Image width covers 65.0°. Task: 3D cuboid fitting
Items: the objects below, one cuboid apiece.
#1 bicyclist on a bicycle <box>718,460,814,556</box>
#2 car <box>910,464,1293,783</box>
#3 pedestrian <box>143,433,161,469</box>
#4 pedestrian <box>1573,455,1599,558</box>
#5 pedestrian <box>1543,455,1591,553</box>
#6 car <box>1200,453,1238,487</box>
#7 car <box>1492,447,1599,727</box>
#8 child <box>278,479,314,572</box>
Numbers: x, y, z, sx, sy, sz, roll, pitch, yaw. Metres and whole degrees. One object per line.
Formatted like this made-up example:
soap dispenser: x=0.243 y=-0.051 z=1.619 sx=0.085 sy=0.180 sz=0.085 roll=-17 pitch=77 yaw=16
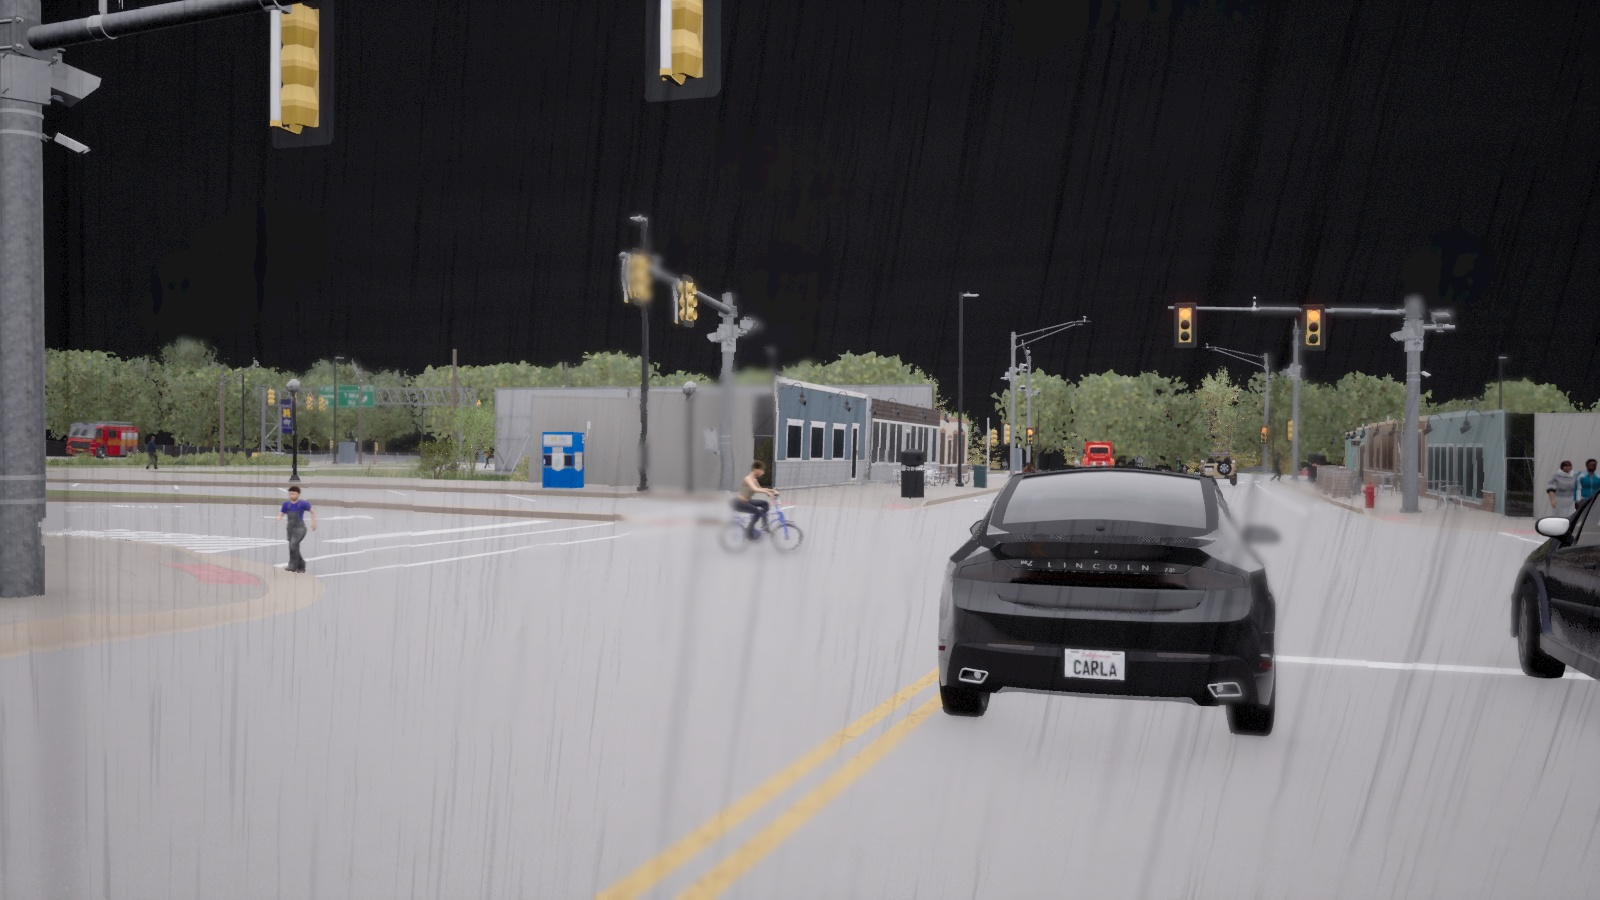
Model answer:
bicyclist on a bicycle: x=-0.581 y=0.992 z=21.798 sx=1.509 sy=1.612 sz=0.866 roll=0 pitch=0 yaw=11
car: x=2.155 y=0.886 z=8.577 sx=1.837 sy=1.490 sz=4.892 roll=1 pitch=-1 yaw=17
pedestrian: x=-33.816 y=0.054 z=65.545 sx=0.402 sy=1.842 sz=0.726 roll=1 pitch=1 yaw=20
pedestrian: x=15.145 y=1.075 z=24.067 sx=0.396 sy=1.930 sz=0.692 roll=1 pitch=1 yaw=18
pedestrian: x=15.812 y=1.094 z=25.905 sx=0.659 sy=1.952 sz=0.873 roll=1 pitch=1 yaw=20
car: x=23.680 y=1.097 z=71.104 sx=1.932 sy=1.855 sz=4.605 roll=1 pitch=0 yaw=17
car: x=5.806 y=0.822 z=7.885 sx=1.851 sy=1.617 sz=3.988 roll=1 pitch=-1 yaw=18
child: x=-6.982 y=1.040 z=17.412 sx=0.270 sy=1.263 sz=0.437 roll=0 pitch=1 yaw=9
